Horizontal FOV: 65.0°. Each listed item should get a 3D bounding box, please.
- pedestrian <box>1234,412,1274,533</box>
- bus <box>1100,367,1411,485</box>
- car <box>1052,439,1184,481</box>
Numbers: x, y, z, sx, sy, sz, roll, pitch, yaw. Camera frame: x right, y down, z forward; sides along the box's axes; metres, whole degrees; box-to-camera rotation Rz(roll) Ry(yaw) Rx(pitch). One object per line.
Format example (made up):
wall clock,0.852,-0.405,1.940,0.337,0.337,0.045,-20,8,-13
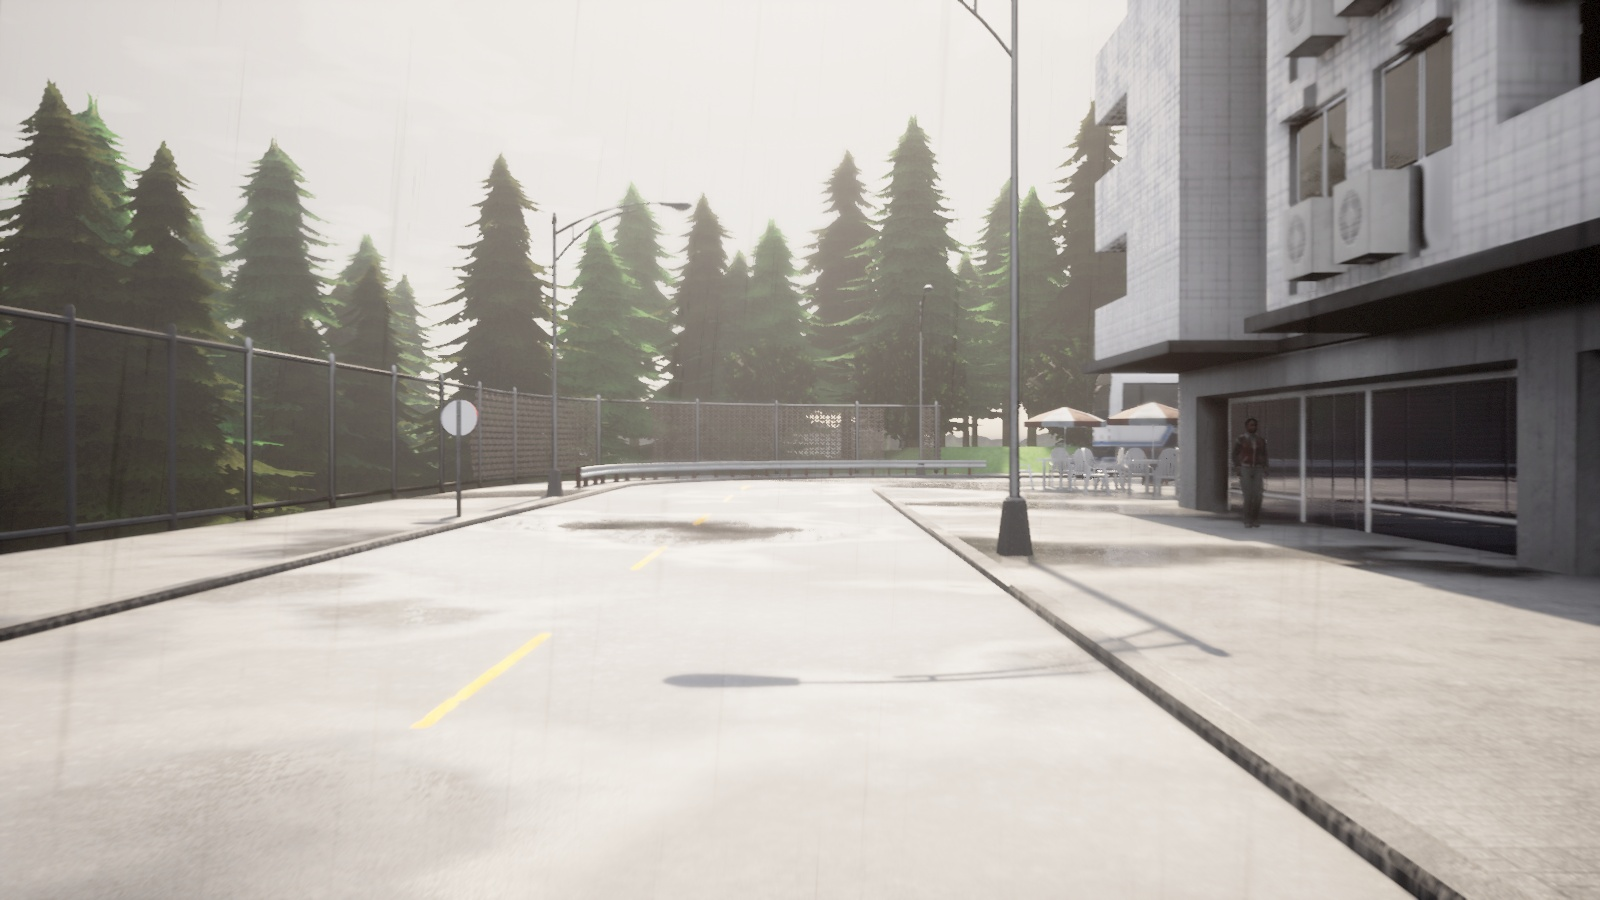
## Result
pedestrian,7.375,0.363,20.415,0.402,1.930,0.666,0,0,0
bus,16.886,-0.883,47.247,10.273,4.253,3.944,0,0,1
car,12.901,0.399,51.159,4.856,1.649,2.033,0,0,0
